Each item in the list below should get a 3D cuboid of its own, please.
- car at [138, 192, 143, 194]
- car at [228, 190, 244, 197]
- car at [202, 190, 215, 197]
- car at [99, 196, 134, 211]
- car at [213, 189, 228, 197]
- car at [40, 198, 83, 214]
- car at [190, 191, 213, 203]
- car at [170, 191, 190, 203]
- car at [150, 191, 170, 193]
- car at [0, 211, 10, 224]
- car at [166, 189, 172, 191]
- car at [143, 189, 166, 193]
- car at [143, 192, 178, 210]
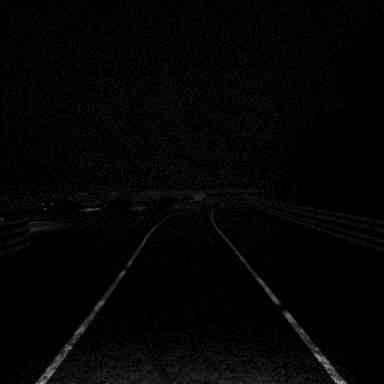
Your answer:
[{"bbox_3d":[-12.109,0.785,80.369,2.033,1.411,5.357,0,1,18],"label":"car"},{"bbox_3d":[10.999,0.537,83.467,1.837,1.490,4.892,0,1,18],"label":"car"},{"bbox_3d":[4.331,0.415,85.599,2.097,1.767,4.553,0,1,18],"label":"car"},{"bbox_3d":[-8.109,1.228,36.305,1.882,1.535,5.008,0,1,18],"label":"car"},{"bbox_3d":[7.683,0.273,84.588,2.150,2.045,5.566,0,1,18],"label":"car"},{"bbox_3d":[-12.834,1.316,33.113,2.128,1.511,4.902,0,1,18],"label":"car"},{"bbox_3d":[1.644,0.978,54.867,1.812,1.442,4.674,0,1,18],"label":"car"},{"bbox_3d":[-1.682,1.011,55.953,2.033,1.411,5.357,0,1,18],"label":"car"},{"bbox_3d":[-5.007,1.001,57.043,1.812,1.442,4.674,0,1,18],"label":"car"},{"bbox_3d":[-13.424,1.496,20.055,1.837,1.490,4.892,0,1,18],"label":"car"},{"bbox_3d":[-7.327,0.263,94.989,2.150,2.045,5.566,0,1,18],"label":"car"},{"bbox_3d":[-8.794,0.459,79.248,2.150,2.045,5.566,0,1,18],"label":"car"},{"bbox_3d":[-3.664,1.167,38.636,1.882,1.535,5.008,0,1,18],"label":"car"}]
